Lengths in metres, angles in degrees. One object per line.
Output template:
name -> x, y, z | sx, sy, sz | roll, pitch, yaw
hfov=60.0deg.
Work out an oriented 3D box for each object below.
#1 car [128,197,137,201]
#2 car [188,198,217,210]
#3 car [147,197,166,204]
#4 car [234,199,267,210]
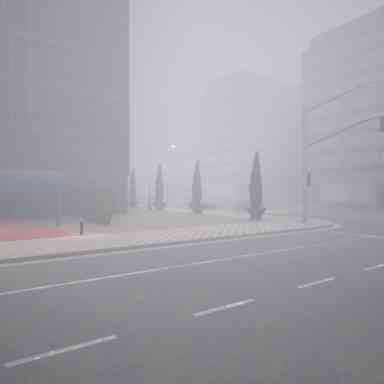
car -> -11.716, 1.492, 61.162 | 1.837, 1.490, 4.892 | 0, 0, -35
car -> 1.278, 1.510, 42.393 | 1.812, 1.442, 4.674 | 0, 0, -35
car -> -6.298, 1.547, 59.438 | 1.994, 1.385, 4.181 | 0, 0, -34
car -> 7.018, 1.546, 40.286 | 1.994, 1.385, 4.181 | 0, 0, -35
